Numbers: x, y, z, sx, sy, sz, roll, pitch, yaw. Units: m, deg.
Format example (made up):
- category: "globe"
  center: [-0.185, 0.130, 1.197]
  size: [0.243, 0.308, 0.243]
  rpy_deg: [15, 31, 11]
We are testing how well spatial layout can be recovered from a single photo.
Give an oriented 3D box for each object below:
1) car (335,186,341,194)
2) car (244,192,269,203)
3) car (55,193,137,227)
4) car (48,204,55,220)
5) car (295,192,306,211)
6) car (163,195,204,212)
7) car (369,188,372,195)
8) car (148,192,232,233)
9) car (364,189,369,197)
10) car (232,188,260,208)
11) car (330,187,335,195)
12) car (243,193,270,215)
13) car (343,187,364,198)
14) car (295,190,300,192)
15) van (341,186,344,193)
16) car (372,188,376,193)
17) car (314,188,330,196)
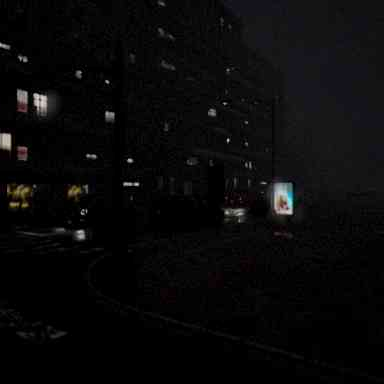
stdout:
- category: "car"
  center: [34.302, -0.248, 81.558]
  size: [1.967, 1.590, 4.097]
  rpy_deg: [2, 2, 35]
- category: "car"
  center: [8.832, 0.746, 45.233]
  size: [1.802, 1.307, 4.206]
  rpy_deg: [2, 2, 35]
- category: "car"
  center: [-5.513, 1.063, 20.281]
  size: [2.097, 1.767, 4.553]
  rpy_deg: [0, 1, 35]
- category: "car"
  center: [-7.083, 1.001, 22.520]
  size: [2.192, 1.841, 5.009]
  rpy_deg: [2, 2, 35]
- category: "car"
  center: [9.364, 0.960, 31.393]
  size: [1.947, 1.339, 4.313]
  rpy_deg: [1, 2, 35]
- category: "car"
  center: [-0.718, 1.061, 31.610]
  size: [1.802, 1.307, 4.206]
  rpy_deg: [2, 2, 35]
- category: "car"
  center: [34.839, 0.091, 67.730]
  size: [1.887, 1.381, 4.507]
  rpy_deg: [1, 2, 35]
- category: "car"
  center: [-0.187, 1.021, 17.760]
  size: [2.192, 1.841, 5.009]
  rpy_deg: [1, 2, 35]
- category: "car"
  center: [31.655, 0.093, 63.185]
  size: [1.967, 1.590, 4.097]
  rpy_deg: [1, 2, 35]
- category: "car"
  center: [5.631, 0.567, 36.169]
  size: [2.150, 2.045, 5.566]
  rpy_deg: [0, 1, 35]
- category: "car"
  center: [31.118, -0.036, 77.020]
  size: [1.887, 1.381, 4.507]
  rpy_deg: [2, 2, 35]
- category: "car"
  center: [6.180, 1.064, 26.851]
  size: [1.947, 1.339, 4.313]
  rpy_deg: [1, 2, 35]
- category: "car"
  center: [28.471, 0.304, 58.646]
  size: [1.887, 1.381, 4.507]
  rpy_deg: [1, 2, 35]
- category: "car"
  center: [15.013, 0.280, 49.386]
  size: [1.812, 1.442, 4.674]
  rpy_deg: [0, 1, 35]
- category: "van"
  center: [37.486, -0.454, 86.097]
  size: [1.690, 1.788, 3.998]
  rpy_deg: [2, 2, 35]
- category: "car"
  center: [38.023, -0.016, 72.272]
  size: [1.887, 1.381, 4.507]
  rpy_deg: [1, 2, 35]
- category: "car"
  center: [27.934, -0.033, 72.476]
  size: [1.967, 1.590, 4.097]
  rpy_deg: [2, 2, 35]
